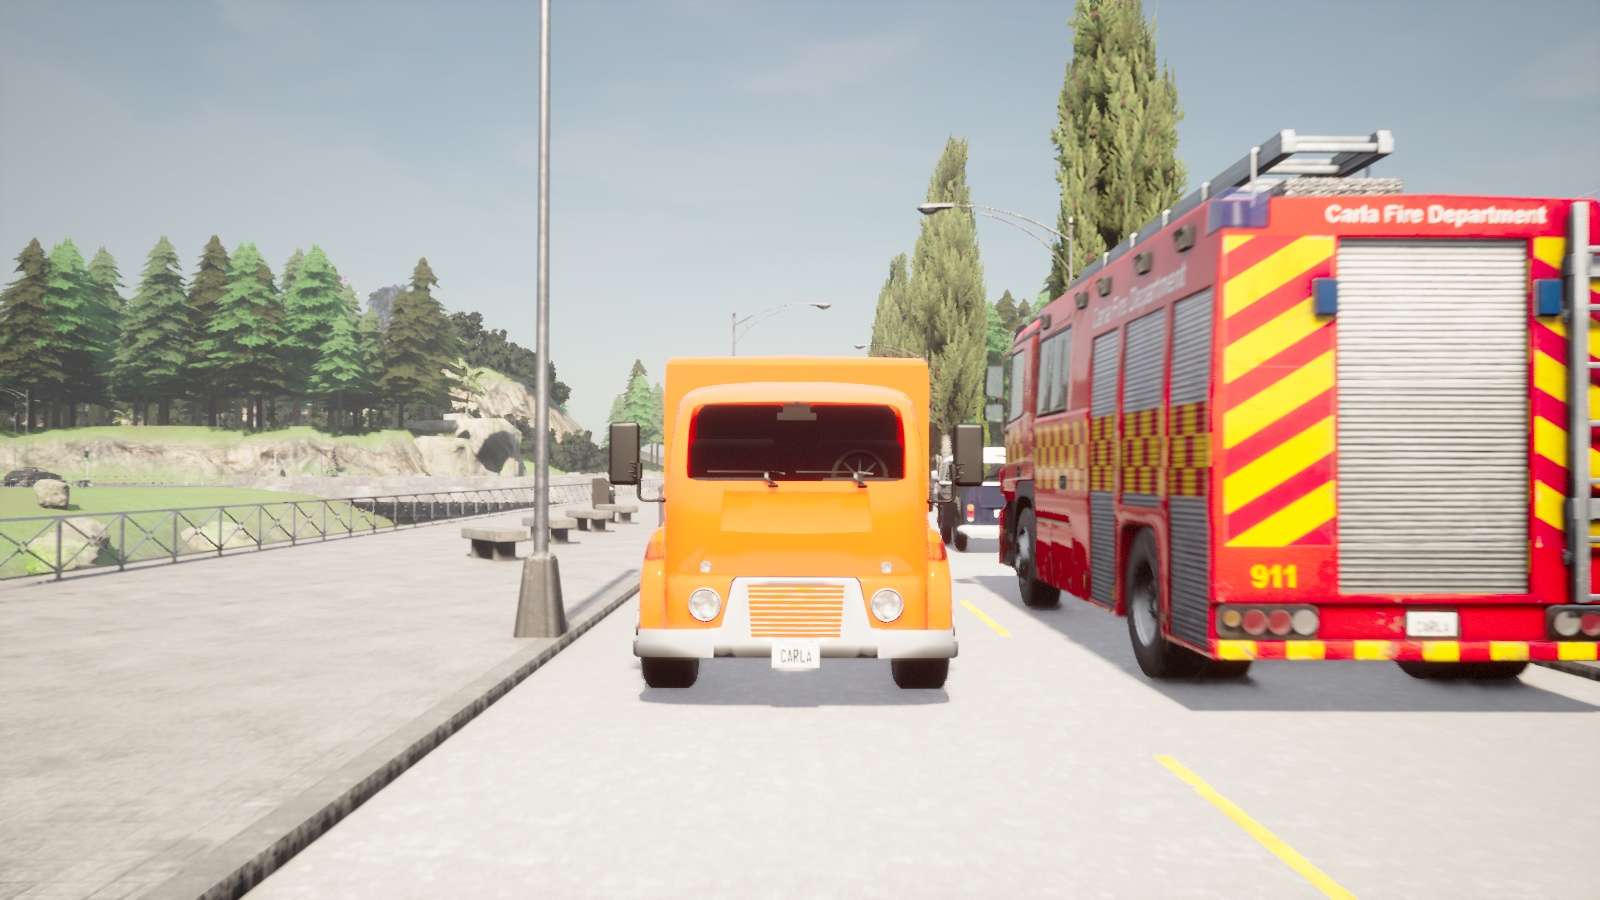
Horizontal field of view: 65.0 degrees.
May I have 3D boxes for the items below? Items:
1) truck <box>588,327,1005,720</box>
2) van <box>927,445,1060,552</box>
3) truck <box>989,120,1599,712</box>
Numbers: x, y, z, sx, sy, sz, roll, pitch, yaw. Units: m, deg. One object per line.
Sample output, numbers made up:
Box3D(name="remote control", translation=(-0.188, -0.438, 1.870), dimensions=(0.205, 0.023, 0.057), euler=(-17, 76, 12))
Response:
Box3D(name="truck", translation=(-0.029, 0.504, 10.542), dimensions=(2.627, 2.467, 5.204), euler=(0, -1, 0))
Box3D(name="van", translation=(3.930, 0.962, 26.276), dimensions=(2.069, 2.038, 4.480), euler=(0, -1, 0))
Box3D(name="truck", translation=(3.962, -0.159, 12.380), dimensions=(2.891, 3.827, 8.468), euler=(0, -1, 0))
